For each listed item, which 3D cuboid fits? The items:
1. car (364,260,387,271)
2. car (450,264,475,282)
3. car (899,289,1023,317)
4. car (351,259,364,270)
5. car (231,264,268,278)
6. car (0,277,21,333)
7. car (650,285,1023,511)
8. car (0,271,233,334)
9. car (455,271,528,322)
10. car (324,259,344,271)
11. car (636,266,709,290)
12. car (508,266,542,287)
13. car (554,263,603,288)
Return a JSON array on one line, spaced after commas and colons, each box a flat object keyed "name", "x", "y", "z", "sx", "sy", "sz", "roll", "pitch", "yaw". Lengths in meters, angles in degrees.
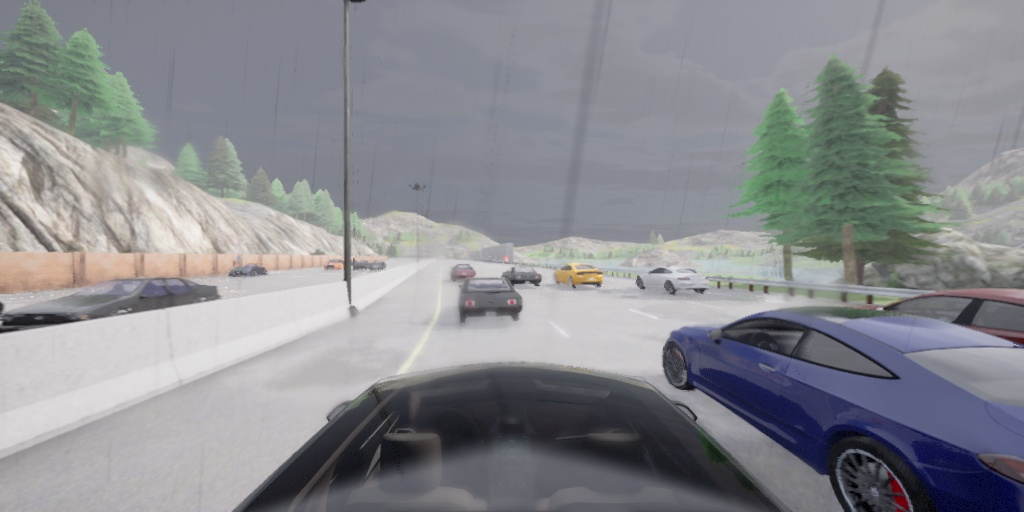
[{"name": "car", "x": -19.149, "y": 1.372, "z": 51.398, "sx": 2.128, "sy": 1.511, "sz": 4.902, "roll": 0, "pitch": 0, "yaw": -11}, {"name": "car", "x": -4.110, "y": 1.353, "z": 30.080, "sx": 1.994, "sy": 1.385, "sz": 4.181, "roll": 0, "pitch": 0, "yaw": -11}, {"name": "car", "x": 6.776, "y": 1.194, "z": 5.056, "sx": 1.882, "sy": 1.535, "sz": 5.008, "roll": 0, "pitch": 0, "yaw": -2}, {"name": "car", "x": -23.866, "y": 1.457, "z": 57.488, "sx": 2.033, "sy": 1.411, "sz": 5.357, "roll": 0, "pitch": 0, "yaw": -10}, {"name": "car", "x": -27.019, "y": 1.478, "z": 36.867, "sx": 1.994, "sy": 1.385, "sz": 4.181, "roll": 0, "pitch": 0, "yaw": -11}, {"name": "car", "x": -14.653, "y": 1.336, "z": 7.639, "sx": 1.837, "sy": 1.490, "sz": 4.892, "roll": 1, "pitch": 0, "yaw": -4}, {"name": "car", "x": 3.349, "y": 1.259, "z": 3.795, "sx": 1.812, "sy": 1.442, "sz": 4.674, "roll": 0, "pitch": 0, "yaw": -2}, {"name": "car", "x": -11.414, "y": 1.363, "z": 10.946, "sx": 2.033, "sy": 1.411, "sz": 5.357, "roll": 0, "pitch": 0, "yaw": -8}, {"name": "car", "x": -0.898, "y": 1.362, "z": 12.377, "sx": 1.895, "sy": 1.301, "sz": 4.718, "roll": 0, "pitch": 0, "yaw": -8}, {"name": "car", "x": -26.856, "y": 1.275, "z": 54.411, "sx": 2.097, "sy": 1.767, "sz": 4.553, "roll": 0, "pitch": 0, "yaw": -11}, {"name": "car", "x": 8.552, "y": 1.242, "z": 19.411, "sx": 1.812, "sy": 1.442, "sz": 4.674, "roll": 0, "pitch": 0, "yaw": -10}, {"name": "car", "x": 0.562, "y": 1.362, "z": 24.405, "sx": 1.895, "sy": 1.301, "sz": 4.718, "roll": 0, "pitch": 0, "yaw": -11}, {"name": "car", "x": 4.250, "y": 1.219, "z": 23.604, "sx": 1.882, "sy": 1.535, "sz": 5.008, "roll": 0, "pitch": 0, "yaw": -10}]
